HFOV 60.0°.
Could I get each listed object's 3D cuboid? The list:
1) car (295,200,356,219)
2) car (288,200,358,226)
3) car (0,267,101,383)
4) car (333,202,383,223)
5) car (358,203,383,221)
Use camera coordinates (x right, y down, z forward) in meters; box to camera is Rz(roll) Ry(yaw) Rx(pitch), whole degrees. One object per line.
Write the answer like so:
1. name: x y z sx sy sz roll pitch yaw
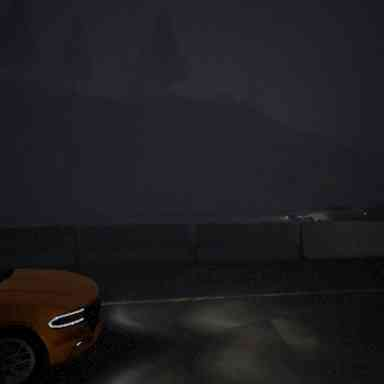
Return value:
1. car: 10.919 1.392 27.324 4.181 1.385 1.994 0 0 -3
2. car: 8.177 1.399 20.127 4.674 1.442 1.812 0 0 -5
3. car: -3.777 1.474 4.314 5.008 1.535 1.882 0 0 -10
4. car: 12.930 1.436 23.966 4.718 1.301 1.895 0 0 -3
5. car: 11.307 1.400 16.851 4.674 1.442 1.812 0 0 -3
